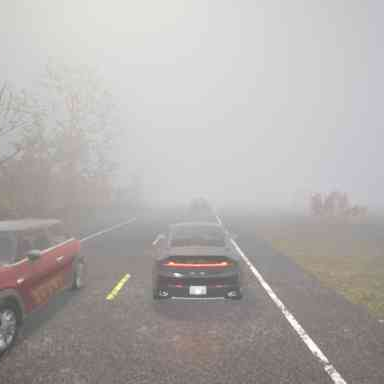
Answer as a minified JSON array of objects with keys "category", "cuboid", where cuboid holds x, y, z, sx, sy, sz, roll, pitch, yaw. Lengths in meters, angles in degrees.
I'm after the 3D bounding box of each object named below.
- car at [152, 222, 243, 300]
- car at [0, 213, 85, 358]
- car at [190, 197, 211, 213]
[{"category":"car","cuboid":[0.137,1.508,8.369,1.837,1.490,4.892,0,0,1]},{"category":"car","cuboid":[-3.572,1.354,5.945,2.097,1.767,4.553,0,0,0]},{"category":"car","cuboid":[0.985,1.381,37.446,2.097,1.767,4.553,0,0,4]}]
